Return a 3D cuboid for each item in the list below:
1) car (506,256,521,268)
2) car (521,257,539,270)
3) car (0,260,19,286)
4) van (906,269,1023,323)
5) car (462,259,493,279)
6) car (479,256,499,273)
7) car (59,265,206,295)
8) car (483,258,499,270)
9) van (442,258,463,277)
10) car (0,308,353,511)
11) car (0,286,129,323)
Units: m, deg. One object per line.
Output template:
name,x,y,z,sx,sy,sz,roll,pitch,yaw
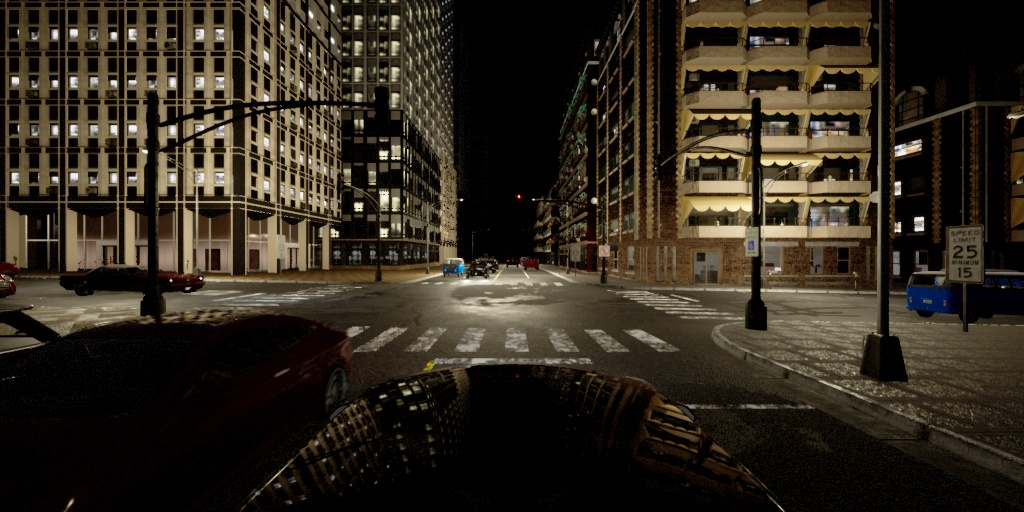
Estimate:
car,0.077,0.994,63.900,2.150,2.045,5.566,0,0,0
car,2.749,1.079,51.441,2.192,1.841,5.009,0,0,0
car,-21.133,0.818,13.109,4.097,1.591,1.967,0,0,0
van,16.926,1.453,13.013,3.998,1.789,1.690,0,0,0
car,-3.058,1.260,32.756,1.837,1.490,4.892,0,0,0
car,-3.044,0.981,42.878,2.150,2.045,5.566,0,0,1
car,-16.394,1.066,15.703,4.718,1.301,1.895,1,0,0
car,-3.031,1.118,53.194,2.097,1.767,4.553,0,0,0
van,-5.650,1.097,34.797,1.690,1.789,3.998,0,0,0
car,-3.047,1.276,3.132,1.812,1.442,4.674,0,0,0
car,-5.689,1.190,2.323,1.967,1.591,4.097,0,0,0
